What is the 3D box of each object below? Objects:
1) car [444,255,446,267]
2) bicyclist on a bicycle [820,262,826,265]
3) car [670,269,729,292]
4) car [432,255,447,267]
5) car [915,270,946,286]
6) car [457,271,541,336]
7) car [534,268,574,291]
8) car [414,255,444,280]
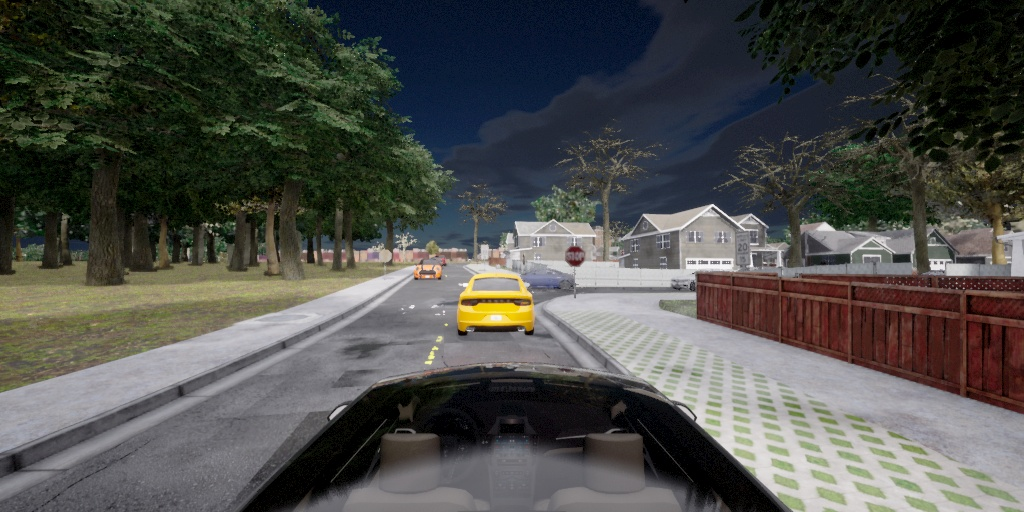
[{"bbox_3d":[-10.581,0.929,49.344,2.097,1.767,4.553,0,0,-10],"label":"car"},{"bbox_3d":[15.825,1.106,18.012,0.582,1.620,1.656,1,-3,-10],"label":"bicyclist on a bicycle"},{"bbox_3d":[12.690,1.549,23.375,4.674,1.442,1.812,1,-3,-10],"label":"car"},{"bbox_3d":[-12.837,0.812,63.526,2.150,2.045,5.566,0,-1,-7],"label":"car"},{"bbox_3d":[28.929,1.628,23.344,5.008,1.535,1.882,1,-3,-10],"label":"car"},{"bbox_3d":[-0.465,1.226,10.491,1.882,1.535,5.008,0,0,-3],"label":"car"},{"bbox_3d":[1.815,1.444,22.352,4.181,1.385,1.994,1,-2,3],"label":"car"},{"bbox_3d":[-6.934,1.000,29.862,2.097,1.767,4.553,0,0,-11],"label":"car"}]
